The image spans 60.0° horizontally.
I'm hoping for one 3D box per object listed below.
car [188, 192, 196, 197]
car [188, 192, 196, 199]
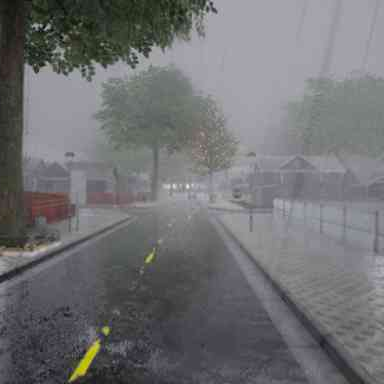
[{"bbox_3d":[0.001,0.620,86.900,1.812,1.442,4.674,0,1,0],"label":"car"},{"bbox_3d":[0.001,0.894,76.896,1.994,1.385,4.181,0,0,0],"label":"car"}]
